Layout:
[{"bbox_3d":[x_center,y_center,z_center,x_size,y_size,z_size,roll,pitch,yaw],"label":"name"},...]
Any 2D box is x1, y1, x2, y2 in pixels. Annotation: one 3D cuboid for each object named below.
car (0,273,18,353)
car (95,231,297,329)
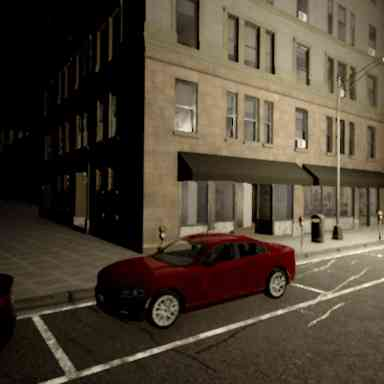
[{"bbox_3d":[-4.336,1.560,3.666,4.313,1.339,1.947,0,0,-35],"label":"car"},{"bbox_3d":[0.284,1.560,6.957,4.507,1.381,1.887,0,0,-35],"label":"car"}]
